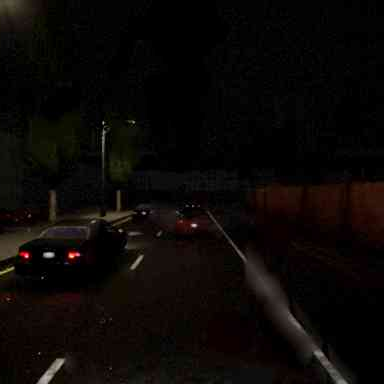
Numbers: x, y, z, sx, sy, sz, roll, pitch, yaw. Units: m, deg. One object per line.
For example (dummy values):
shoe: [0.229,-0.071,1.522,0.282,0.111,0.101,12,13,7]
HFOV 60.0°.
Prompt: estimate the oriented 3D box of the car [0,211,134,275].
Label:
car: [-3.398,1.546,10.398,2.033,1.411,5.357,0,0,0]

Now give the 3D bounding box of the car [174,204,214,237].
car: [0.102,1.563,17.888,1.994,1.385,4.181,0,0,0]

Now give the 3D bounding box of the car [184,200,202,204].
car: [0.108,1.545,37.329,2.033,1.411,5.357,0,0,0]

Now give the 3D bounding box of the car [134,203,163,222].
car: [-3.394,1.546,25.920,2.033,1.411,5.357,0,0,0]

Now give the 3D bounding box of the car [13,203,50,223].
car: [-11.495,1.561,24.105,1.812,1.442,4.674,0,0,0]

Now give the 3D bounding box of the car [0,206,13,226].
car: [-11.559,1.600,17.087,1.895,1.301,4.718,0,0,0]
